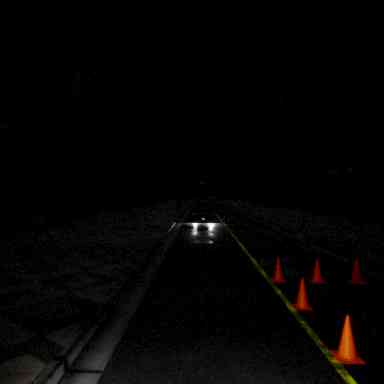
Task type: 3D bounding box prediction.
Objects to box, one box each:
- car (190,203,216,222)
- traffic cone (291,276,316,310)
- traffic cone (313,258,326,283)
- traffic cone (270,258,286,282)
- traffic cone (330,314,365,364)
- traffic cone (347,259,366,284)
[{"bbox_3d":[0.883,1.599,27.121,2.033,1.411,5.357,1,0,1],"label":"car"},{"bbox_3d":[2.180,1.988,6.580,0.340,0.580,0.340,1,0,1],"label":"traffic cone"},{"bbox_3d":[3.221,2.003,8.560,0.340,0.580,0.340,1,0,1],"label":"traffic cone"},{"bbox_3d":[2.221,1.991,8.580,0.340,0.580,0.340,1,0,1],"label":"traffic cone"},{"bbox_3d":[2.139,1.986,4.581,0.340,0.580,0.340,1,0,1],"label":"traffic cone"},{"bbox_3d":[4.221,2.015,8.539,0.340,0.580,0.340,1,0,1],"label":"traffic cone"}]
